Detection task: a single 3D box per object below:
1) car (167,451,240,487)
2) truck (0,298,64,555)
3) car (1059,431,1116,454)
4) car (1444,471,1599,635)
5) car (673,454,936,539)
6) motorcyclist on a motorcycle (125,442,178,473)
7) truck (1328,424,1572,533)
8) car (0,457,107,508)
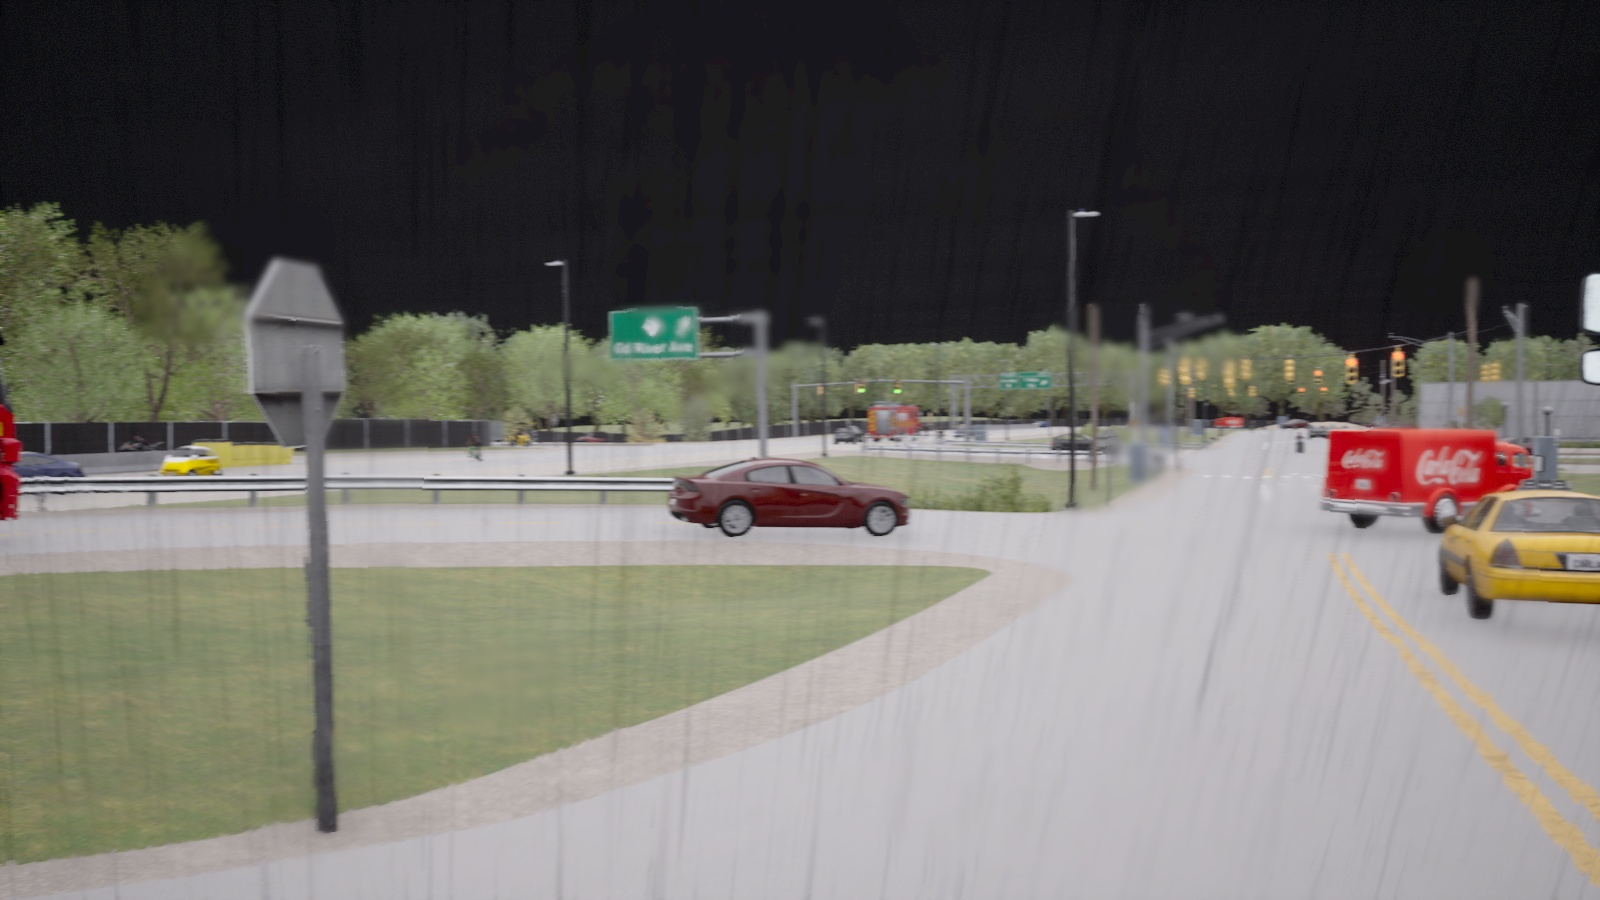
[{"bbox_3d":[-24.146,0.741,50.889,1.481,1.376,2.207,0,1,21],"label":"car"},{"bbox_3d":[-14.745,-0.358,16.480,2.891,3.827,8.468,1,0,29],"label":"truck"},{"bbox_3d":[20.203,-0.513,88.155,3.705,1.549,1.789,0,3,18],"label":"car"},{"bbox_3d":[8.885,1.051,14.793,1.801,1.575,5.366,0,-1,22],"label":"car"},{"bbox_3d":[0.083,0.929,25.650,5.008,1.535,1.882,1,2,-19],"label":"car"},{"bbox_3d":[-32.826,0.357,63.549,0.866,1.530,2.191,1,2,43],"label":"motorcyclist on a motorcycle"},{"bbox_3d":[15.909,0.621,30.757,5.204,2.467,2.627,0,2,-25],"label":"truck"},{"bbox_3d":[-24.675,1.014,39.780,1.812,1.442,4.674,0,2,21],"label":"car"}]
